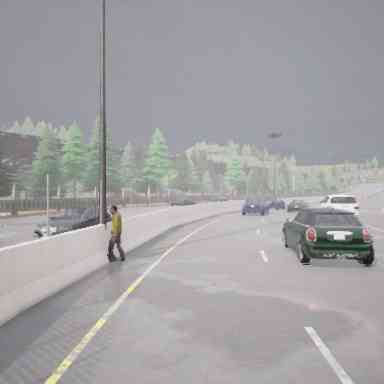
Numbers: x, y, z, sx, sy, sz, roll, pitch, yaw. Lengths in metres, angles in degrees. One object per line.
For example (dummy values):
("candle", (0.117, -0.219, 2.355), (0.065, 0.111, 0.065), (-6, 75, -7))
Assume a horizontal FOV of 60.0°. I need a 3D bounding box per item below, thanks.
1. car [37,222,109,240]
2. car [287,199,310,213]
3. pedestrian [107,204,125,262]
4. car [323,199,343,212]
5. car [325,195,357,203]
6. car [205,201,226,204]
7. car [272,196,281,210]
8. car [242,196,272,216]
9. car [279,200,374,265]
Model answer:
("car", (-5.582, 1.491, 16.136), (2.128, 1.511, 4.902), (0, 0, 10))
("car", (12.221, 1.564, 38.040), (1.994, 1.385, 4.181), (0, 0, 25))
("pedestrian", (-2.437, 1.294, 10.561), (0.375, 1.860, 0.375), (0, 0, 6))
("car", (16.910, 1.601, 39.694), (1.895, 1.301, 4.718), (0, 0, 27))
("car", (10.784, 1.221, 24.514), (2.150, 2.045, 5.566), (0, 0, 16))
("car", (3.891, 1.352, 52.762), (2.097, 1.767, 4.553), (0, 0, 31))
("car", (10.493, 1.352, 42.651), (2.097, 1.767, 4.553), (0, 0, 28))
("car", (6.421, 1.352, 33.221), (2.097, 1.767, 4.553), (0, 0, 20))
("car", (4.588, 1.352, 11.877), (2.097, 1.767, 4.553), (0, 0, 7))
